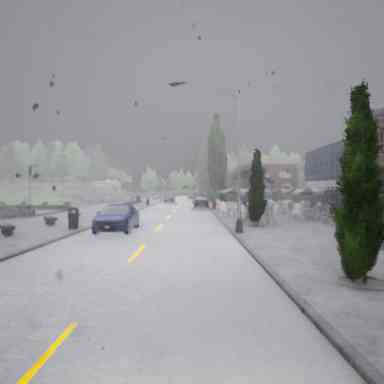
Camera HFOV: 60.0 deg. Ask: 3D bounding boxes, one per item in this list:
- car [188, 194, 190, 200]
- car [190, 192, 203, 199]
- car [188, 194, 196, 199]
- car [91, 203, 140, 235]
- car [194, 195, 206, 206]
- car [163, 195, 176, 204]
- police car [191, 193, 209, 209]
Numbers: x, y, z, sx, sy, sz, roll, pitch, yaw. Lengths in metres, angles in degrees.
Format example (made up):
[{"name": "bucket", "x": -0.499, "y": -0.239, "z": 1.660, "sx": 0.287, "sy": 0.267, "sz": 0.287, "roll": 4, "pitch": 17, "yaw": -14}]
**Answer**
[{"name": "car", "x": 0.012, "y": 1.127, "z": 78.843, "sx": 1.895, "sy": 1.301, "sz": 4.718, "roll": 0, "pitch": 0, "yaw": 0}, {"name": "car", "x": 1.147, "y": 0.961, "z": 59.215, "sx": 2.150, "sy": 2.045, "sz": 5.566, "roll": -3, "pitch": 0, "yaw": 0}, {"name": "car", "x": 0.013, "y": 1.137, "z": 93.491, "sx": 1.994, "sy": 1.385, "sz": 4.181, "roll": 0, "pitch": 0, "yaw": 0}, {"name": "car", "x": -4.097, "y": 1.411, "z": 18.542, "sx": 1.882, "sy": 1.535, "sz": 5.008, "roll": 0, "pitch": 0, "yaw": 0}, {"name": "car", "x": 1.207, "y": 1.314, "z": 53.187, "sx": 1.837, "sy": 1.490, "sz": 4.892, "roll": 0, "pitch": 0, "yaw": 0}, {"name": "car", "x": -4.029, "y": 1.288, "z": 59.980, "sx": 1.837, "sy": 1.490, "sz": 4.892, "roll": 0, "pitch": 0, "yaw": 1}, {"name": "police car", "x": 1.206, "y": 1.270, "z": 43.296, "sx": 1.930, "sy": 1.638, "sz": 5.238, "roll": 0, "pitch": 0, "yaw": 0}]
